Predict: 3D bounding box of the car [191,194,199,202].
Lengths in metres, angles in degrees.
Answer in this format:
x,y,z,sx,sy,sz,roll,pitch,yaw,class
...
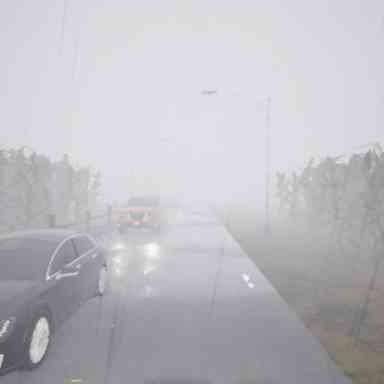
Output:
x,y,z,sx,sy,sz,roll,pitch,yaw,class
0.743,1.413,75.174,2.128,1.511,4.902,1,0,1,car

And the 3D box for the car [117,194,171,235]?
x,y,z,sx,sy,sz,roll,pitch,yaw,class
-2.662,1.174,19.020,2.150,2.045,5.566,1,0,1,car

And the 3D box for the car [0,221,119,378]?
x,y,z,sx,sy,sz,roll,pitch,yaw,class
-2.807,1.470,5.701,1.837,1.490,4.892,1,0,1,car

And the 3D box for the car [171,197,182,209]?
x,y,z,sx,sy,sz,roll,pitch,yaw,class
-2.317,1.425,44.532,1.882,1.535,5.008,1,0,1,car

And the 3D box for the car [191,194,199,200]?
x,y,z,sx,sy,sz,roll,pitch,yaw,class
0.850,1.217,85.542,1.994,1.385,4.181,1,0,1,car
